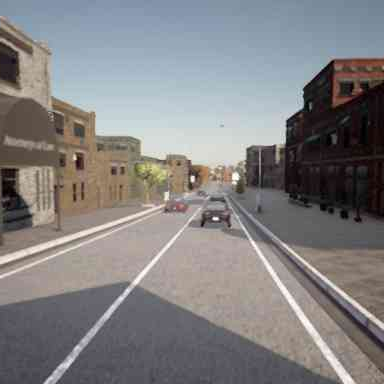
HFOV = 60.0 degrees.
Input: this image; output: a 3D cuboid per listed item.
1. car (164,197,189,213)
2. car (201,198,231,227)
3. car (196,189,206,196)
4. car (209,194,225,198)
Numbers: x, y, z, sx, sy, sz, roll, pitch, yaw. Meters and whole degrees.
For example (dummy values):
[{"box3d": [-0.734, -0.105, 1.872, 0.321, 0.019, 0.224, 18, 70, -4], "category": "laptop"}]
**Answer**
[{"box3d": [-1.378, 1.209, 31.398, 1.994, 1.385, 4.181, 1, 1, 5], "category": "car"}, {"box3d": [1.558, 1.359, 21.629, 1.812, 1.442, 4.674, 1, 1, 4], "category": "car"}, {"box3d": [1.981, 0.088, 72.167, 1.994, 1.385, 4.181, 1, 2, 5], "category": "car"}, {"box3d": [3.145, 0.936, 41.649, 1.882, 1.535, 5.008, 1, 1, 5], "category": "car"}]
